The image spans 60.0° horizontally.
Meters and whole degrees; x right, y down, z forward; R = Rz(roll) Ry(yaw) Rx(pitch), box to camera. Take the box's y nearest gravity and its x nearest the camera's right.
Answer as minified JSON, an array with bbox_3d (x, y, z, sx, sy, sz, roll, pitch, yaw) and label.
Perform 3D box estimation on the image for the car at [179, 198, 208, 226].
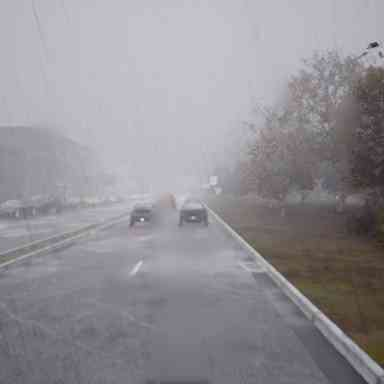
[{"bbox_3d":[0.094,1.469,23.572,1.882,1.535,5.008,0,0,0],"label":"car"}]

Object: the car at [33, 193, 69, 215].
[{"bbox_3d":[-15.083,1.161,33.957,2.435,2.045,5.566,0,0,0],"label":"car"}]

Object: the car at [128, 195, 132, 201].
[{"bbox_3d":[-15.265,1.408,72.666,2.231,1.521,4.892,0,0,0],"label":"car"}]

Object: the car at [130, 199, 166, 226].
[{"bbox_3d":[-3.157,1.496,23.523,1.837,1.490,4.892,0,0,0],"label":"car"}]

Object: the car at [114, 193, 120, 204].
[{"bbox_3d":[-15.210,1.406,61.300,1.946,1.575,5.366,0,0,0],"label":"car"}]

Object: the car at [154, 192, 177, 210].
[{"bbox_3d":[-3.162,1.205,42.233,2.150,2.045,5.566,0,0,0],"label":"car"}]

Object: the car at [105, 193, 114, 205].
[{"bbox_3d":[-15.186,1.284,55.992,2.185,1.767,4.553,0,0,0],"label":"car"}]

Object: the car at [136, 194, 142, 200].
[{"bbox_3d":[-15.341,1.402,89.050,1.946,1.575,5.366,0,0,0],"label":"car"}]

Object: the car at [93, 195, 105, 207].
[{"bbox_3d":[-15.159,1.407,50.250,1.946,1.575,5.366,0,0,0],"label":"car"}]

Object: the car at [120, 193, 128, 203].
[{"bbox_3d":[-15.237,1.157,66.982,2.435,2.045,5.566,0,0,0],"label":"car"}]

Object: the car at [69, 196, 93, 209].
[{"bbox_3d":[-15.183,1.412,43.378,2.231,1.521,4.892,0,0,0],"label":"car"}]

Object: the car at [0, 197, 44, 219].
[{"bbox_3d":[-15.057,1.414,28.467,2.231,1.521,4.892,0,0,0],"label":"car"}]

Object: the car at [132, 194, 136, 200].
[{"bbox_3d":[-15.289,1.407,78.192,2.231,1.521,4.892,0,0,0],"label":"car"}]

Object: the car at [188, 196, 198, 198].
[{"bbox_3d":[0.089,1.337,41.327,2.097,1.767,4.553,0,0,0],"label":"car"}]
